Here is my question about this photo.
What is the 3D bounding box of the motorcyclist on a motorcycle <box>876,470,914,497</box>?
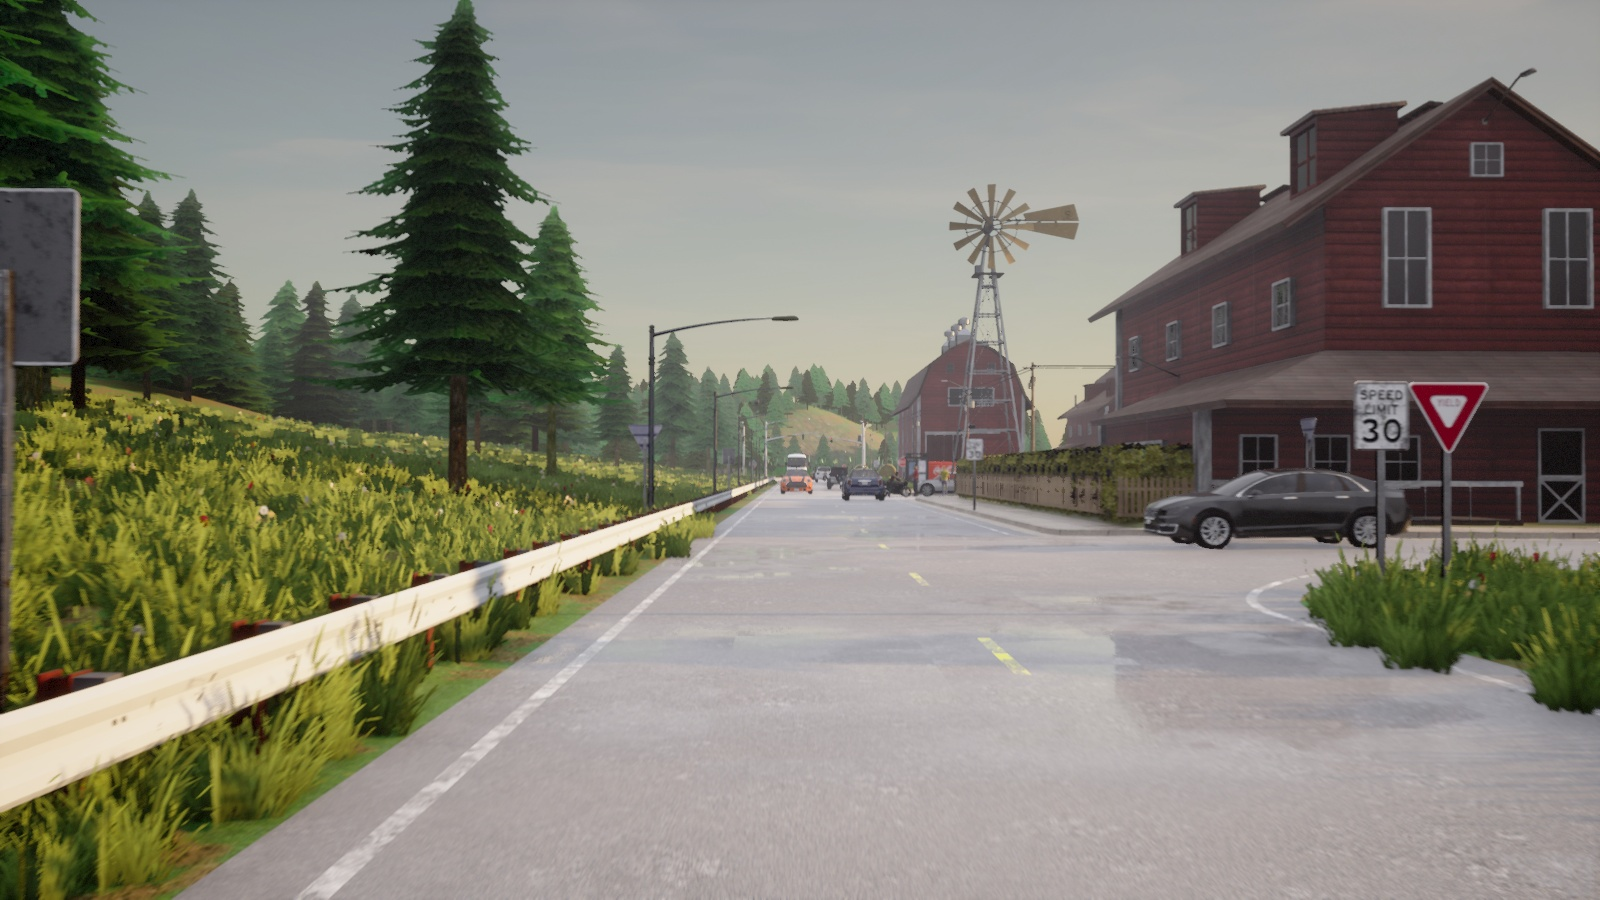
[{"bbox_3d":[5.555,1.953,73.575,2.044,1.523,0.797,-1,-1,22],"label":"motorcyclist on a motorcycle"}]

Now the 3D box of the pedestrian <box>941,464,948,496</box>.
[{"bbox_3d":[8.481,1.747,73.767,0.354,1.836,0.706,0,-1,7],"label":"pedestrian"}]

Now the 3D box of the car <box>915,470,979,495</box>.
[{"bbox_3d":[9.009,1.978,77.045,3.806,1.475,1.970,0,-1,10],"label":"car"}]

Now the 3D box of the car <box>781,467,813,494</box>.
[{"bbox_3d":[-0.204,2.014,83.707,2.097,1.767,4.553,0,-1,0],"label":"car"}]

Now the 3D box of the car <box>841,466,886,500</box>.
[{"bbox_3d":[3.336,1.729,66.758,2.097,1.767,4.553,0,-1,0],"label":"car"}]

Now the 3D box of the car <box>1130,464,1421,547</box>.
[{"bbox_3d":[9.074,1.039,24.223,4.892,1.490,1.837,-1,-1,-1],"label":"car"}]
